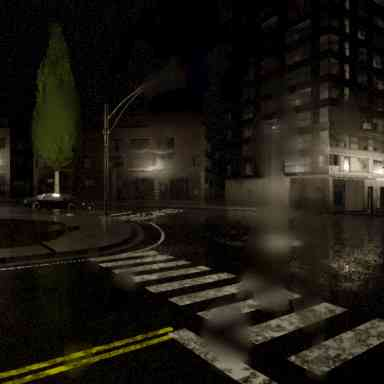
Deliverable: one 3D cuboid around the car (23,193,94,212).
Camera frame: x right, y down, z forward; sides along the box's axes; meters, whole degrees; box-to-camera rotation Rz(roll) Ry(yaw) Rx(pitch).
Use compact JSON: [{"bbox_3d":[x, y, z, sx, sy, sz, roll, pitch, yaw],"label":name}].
[{"bbox_3d":[-10.534,0.786,26.305,5.357,1.411,2.033,1,0,11],"label":"car"}]
